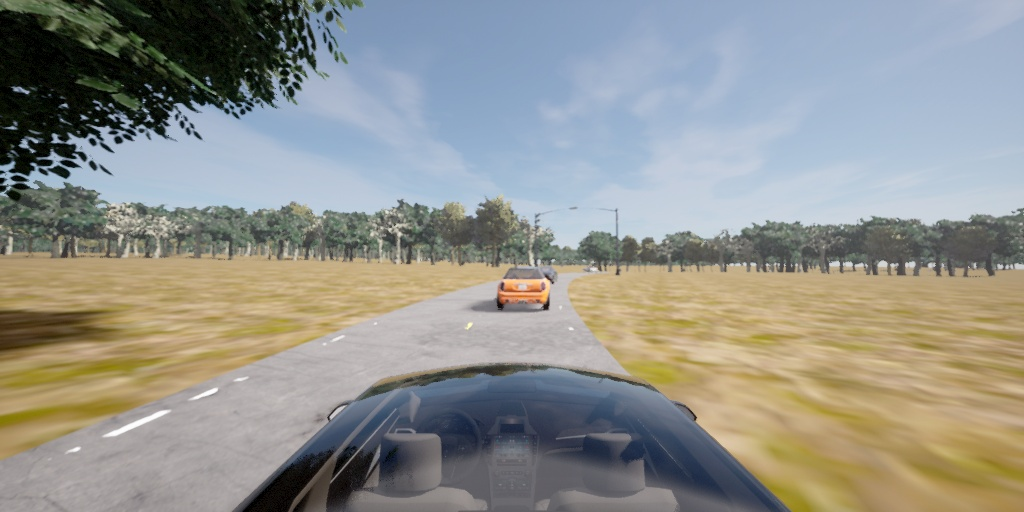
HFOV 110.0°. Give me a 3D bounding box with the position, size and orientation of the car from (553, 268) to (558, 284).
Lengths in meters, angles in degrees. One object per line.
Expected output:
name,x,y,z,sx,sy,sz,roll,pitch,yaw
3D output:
car,2.826,1.594,30.369,2.033,1.411,5.357,-1,-1,12

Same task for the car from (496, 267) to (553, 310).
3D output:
car,0.612,1.244,15.784,2.097,1.767,4.553,0,-1,6
